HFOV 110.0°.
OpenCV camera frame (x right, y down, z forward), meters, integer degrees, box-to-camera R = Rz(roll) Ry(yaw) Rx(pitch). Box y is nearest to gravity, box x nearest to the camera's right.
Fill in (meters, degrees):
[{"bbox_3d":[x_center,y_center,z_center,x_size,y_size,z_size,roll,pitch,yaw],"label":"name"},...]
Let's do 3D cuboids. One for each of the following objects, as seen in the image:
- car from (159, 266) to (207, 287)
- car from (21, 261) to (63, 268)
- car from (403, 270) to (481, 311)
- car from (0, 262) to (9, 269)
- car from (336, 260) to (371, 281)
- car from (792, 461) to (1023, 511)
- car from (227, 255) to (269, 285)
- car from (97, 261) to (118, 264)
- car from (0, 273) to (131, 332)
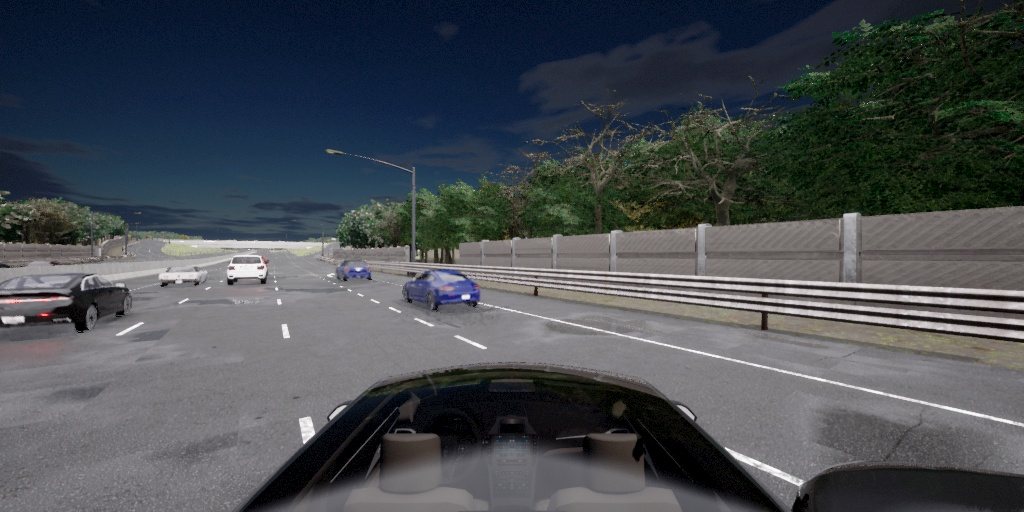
[{"bbox_3d":[-22.432,1.336,24.653,1.895,1.301,4.718,0,0,-34],"label":"car"},{"bbox_3d":[-46.963,1.235,35.839,1.812,1.442,4.674,0,0,-33],"label":"car"},{"bbox_3d":[-2.906,1.274,14.474,1.812,1.442,4.674,0,0,-34],"label":"car"},{"bbox_3d":[-49.608,1.200,33.498,2.128,1.511,4.902,0,0,-33],"label":"car"},{"bbox_3d":[-13.188,1.091,29.715,2.097,1.767,4.553,0,0,-34],"label":"car"},{"bbox_3d":[2.985,1.315,0.502,4.181,1.385,1.994,0,0,34],"label":"car"},{"bbox_3d":[-19.283,0.957,26.244,2.150,2.045,5.566,0,0,-34],"label":"car"},{"bbox_3d":[-46.464,1.270,41.439,1.994,1.385,4.181,0,0,-33],"label":"car"},{"bbox_3d":[-12.652,1.237,10.139,2.128,1.511,4.902,0,0,-34],"label":"car"}]
